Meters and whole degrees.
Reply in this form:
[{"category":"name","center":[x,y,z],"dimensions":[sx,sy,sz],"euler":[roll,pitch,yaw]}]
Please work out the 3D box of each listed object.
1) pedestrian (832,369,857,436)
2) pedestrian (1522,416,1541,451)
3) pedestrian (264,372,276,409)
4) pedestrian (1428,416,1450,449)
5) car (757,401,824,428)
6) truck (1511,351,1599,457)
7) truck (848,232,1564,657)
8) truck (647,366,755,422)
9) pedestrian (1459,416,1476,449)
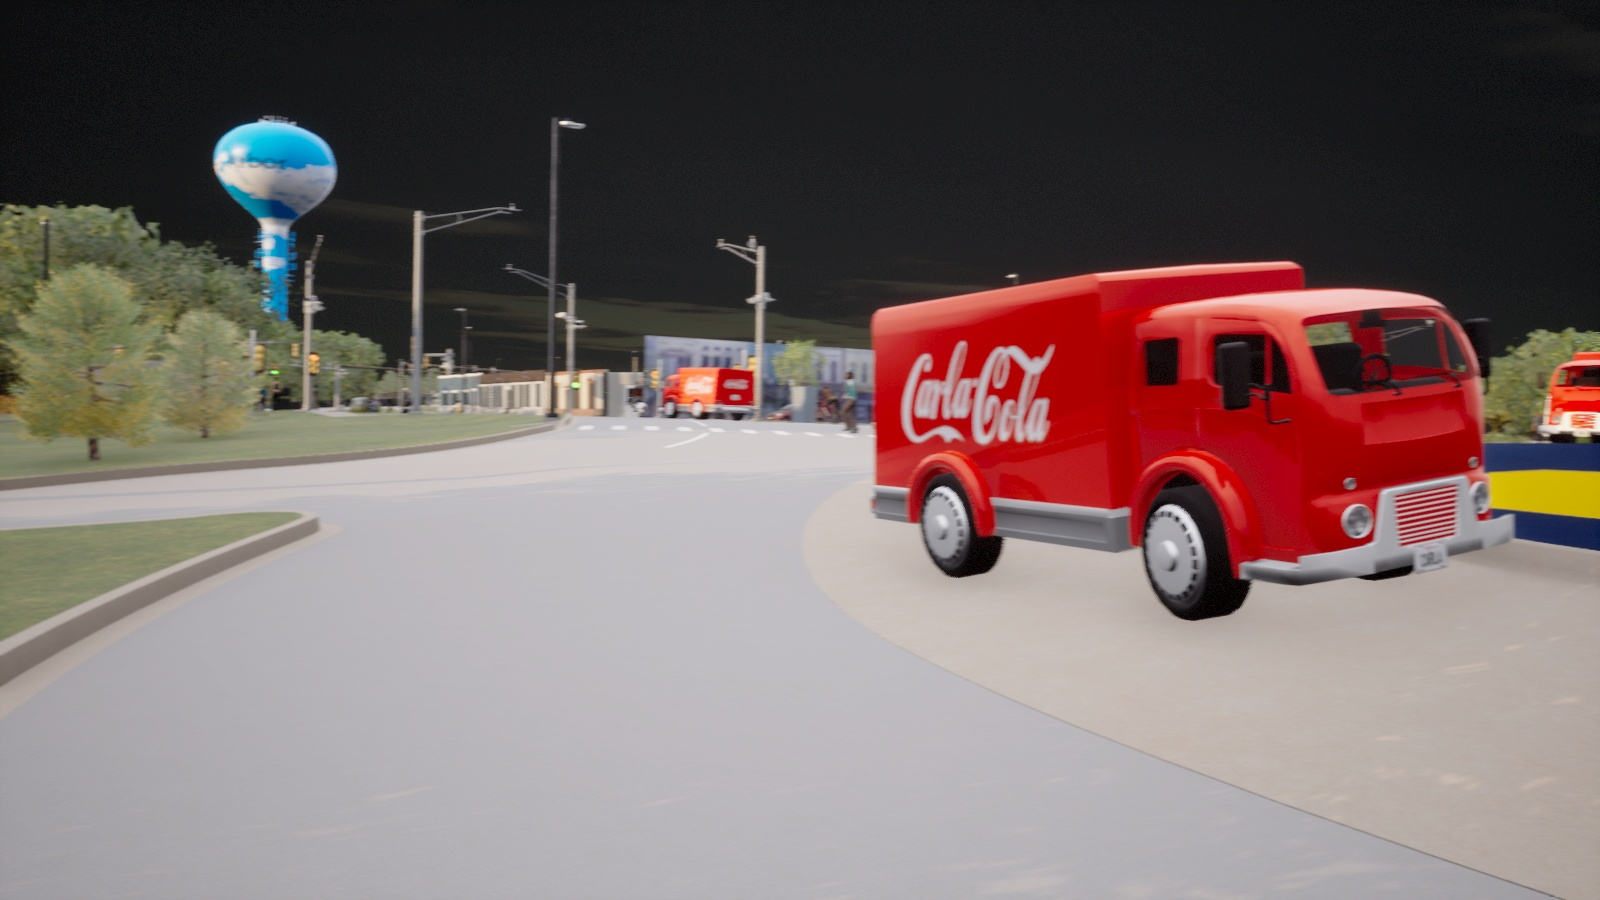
[{"category":"pedestrian","center":[1.298,-1.388,36.675],"dimensions":[0.692,1.930,0.396],"euler":[1,0,0]},{"category":"pedestrian","center":[39.950,-0.902,68.590],"dimensions":[0.540,1.848,0.694],"euler":[1,0,-12]},{"category":"pedestrian","center":[-26.527,-2.983,62.807],"dimensions":[0.345,1.836,0.594],"euler":[1,0,-42]},{"category":"pedestrian","center":[36.392,-1.017,71.524],"dimensions":[0.634,1.844,0.899],"euler":[1,0,-16]},{"category":"car","center":[-0.614,-2.315,83.244],"dimensions":[3.988,1.617,1.851],"euler":[2,0,-33]},{"category":"truck","center":[20.404,-1.039,31.258],"dimensions":[5.204,2.467,2.627],"euler":[2,2,-36]},{"category":"truck","center":[2.880,-0.195,10.388],"dimensions":[2.627,2.467,5.204],"euler":[-7,5,-26]},{"category":"truck","center":[-4.752,-2.654,59.550],"dimensions":[2.627,2.467,5.204],"euler":[1,2,-38]},{"category":"pedestrian","center":[36.891,-0.956,69.387],"dimensions":[0.328,1.805,0.869],"euler":[1,0,-10]}]
